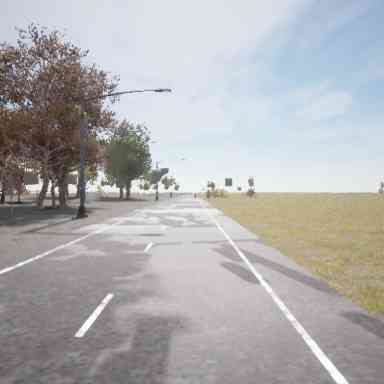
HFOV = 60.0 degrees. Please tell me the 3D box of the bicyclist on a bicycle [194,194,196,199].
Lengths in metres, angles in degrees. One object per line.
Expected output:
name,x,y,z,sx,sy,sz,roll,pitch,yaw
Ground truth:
bicyclist on a bicycle,0.970,1.496,95.487,0.582,1.620,1.656,1,0,0
